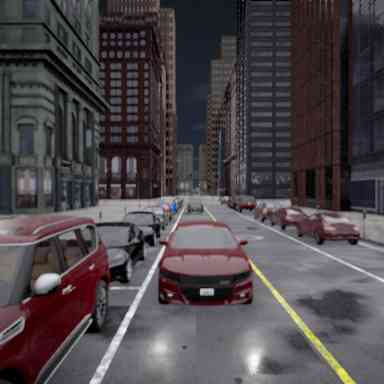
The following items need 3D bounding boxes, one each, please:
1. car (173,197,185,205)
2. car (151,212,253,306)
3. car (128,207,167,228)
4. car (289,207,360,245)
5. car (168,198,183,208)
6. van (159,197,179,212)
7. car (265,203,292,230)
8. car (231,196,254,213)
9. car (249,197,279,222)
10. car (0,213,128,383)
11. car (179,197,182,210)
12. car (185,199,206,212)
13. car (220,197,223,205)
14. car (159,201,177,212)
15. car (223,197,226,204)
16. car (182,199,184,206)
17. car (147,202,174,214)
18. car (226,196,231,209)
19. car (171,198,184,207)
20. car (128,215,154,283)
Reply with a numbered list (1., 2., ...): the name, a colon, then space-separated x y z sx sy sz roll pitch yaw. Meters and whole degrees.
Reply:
1. car: -2.388 1.633 60.393 2.008 1.369 4.403 0 0 0
2. car: 0.263 1.485 8.341 1.882 1.535 5.008 0 0 0
3. car: -2.401 1.579 15.300 1.947 1.339 4.313 0 0 0
4. car: 6.124 1.596 15.303 1.802 1.307 4.206 0 0 0
5. car: -2.391 1.626 49.120 1.947 1.339 4.313 0 0 0
6. van: -2.397 1.374 32.210 1.690 1.788 3.998 0 0 0
7. car: 6.125 1.602 20.940 1.802 1.307 4.206 0 0 0
8. car: 6.129 1.358 37.847 2.192 1.841 5.009 0 0 0
9. car: 6.126 1.467 26.576 1.967 1.590 4.097 0 0 0
10. car: -2.406 1.318 4.027 2.192 1.841 5.009 0 0 0
11. car: -2.395 1.567 37.677 1.752 1.417 4.829 0 0 0
12. car: 0.371 1.544 36.318 1.837 1.490 4.892 0 0 0
13. car: 6.137 1.523 60.392 1.967 1.590 4.097 0 0 0
14. car: -2.398 1.608 26.574 1.802 1.307 4.206 0 0 0
15. car: 6.134 1.627 49.120 1.947 1.339 4.313 0 0 0
16. car: -2.393 1.633 43.483 1.802 1.307 4.206 0 0 0
17. car: -2.400 1.570 20.936 2.008 1.369 4.403 0 0 0
18. car: 6.131 1.367 43.484 2.192 1.841 5.009 0 0 0
19. car: -2.389 1.637 54.756 1.947 1.339 4.313 0 0 0
20. car: -2.403 1.574 9.664 1.947 1.339 4.313 0 0 0
